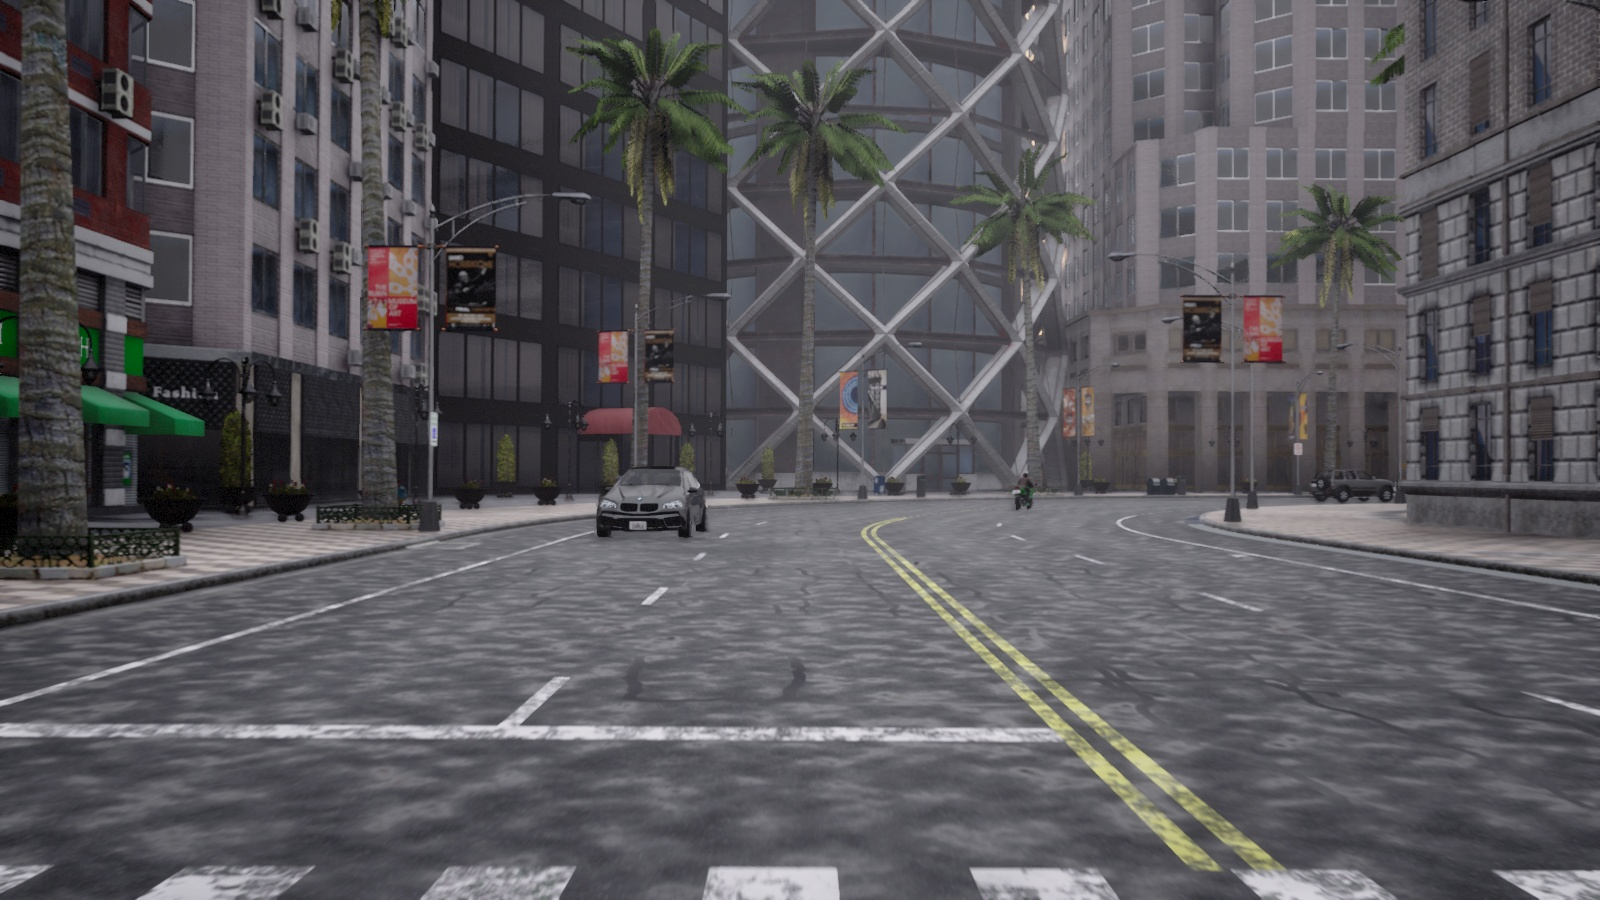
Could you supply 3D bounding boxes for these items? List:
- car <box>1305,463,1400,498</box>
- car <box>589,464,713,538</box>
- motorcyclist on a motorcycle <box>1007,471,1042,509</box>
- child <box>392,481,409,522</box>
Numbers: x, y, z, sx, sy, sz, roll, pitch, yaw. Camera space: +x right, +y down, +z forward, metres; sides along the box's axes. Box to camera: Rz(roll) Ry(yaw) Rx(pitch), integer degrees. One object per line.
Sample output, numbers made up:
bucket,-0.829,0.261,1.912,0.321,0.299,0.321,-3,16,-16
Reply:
car,29.988,1.653,68.185,4.605,1.855,1.932,0,-1,-18
car,-3.518,1.184,30.544,2.242,1.667,4.611,0,-1,3
motorcyclist on a motorcycle,9.154,1.615,51.085,0.797,1.523,2.044,0,-1,29
child,-11.725,1.516,36.872,0.343,1.192,0.448,0,-1,4
